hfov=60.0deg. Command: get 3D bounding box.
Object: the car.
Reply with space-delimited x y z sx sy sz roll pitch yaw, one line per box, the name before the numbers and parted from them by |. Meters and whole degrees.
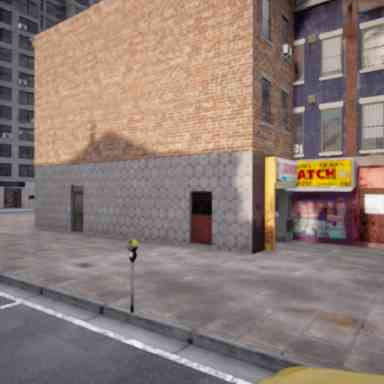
car | 2.231 1.526 1.215 4.829 1.417 1.752 0 0 36
